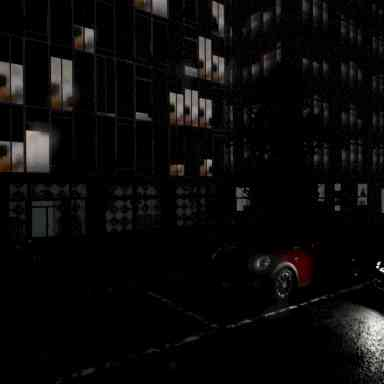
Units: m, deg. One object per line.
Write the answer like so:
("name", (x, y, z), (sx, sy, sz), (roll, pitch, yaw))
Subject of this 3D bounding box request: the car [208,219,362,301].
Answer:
("car", (2.344, 1.439, 8.225), (4.097, 1.590, 1.967), (0, -1, -35))

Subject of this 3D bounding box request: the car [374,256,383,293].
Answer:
("car", (6.022, 1.502, 7.527), (4.892, 1.490, 1.837), (0, 0, -35))
